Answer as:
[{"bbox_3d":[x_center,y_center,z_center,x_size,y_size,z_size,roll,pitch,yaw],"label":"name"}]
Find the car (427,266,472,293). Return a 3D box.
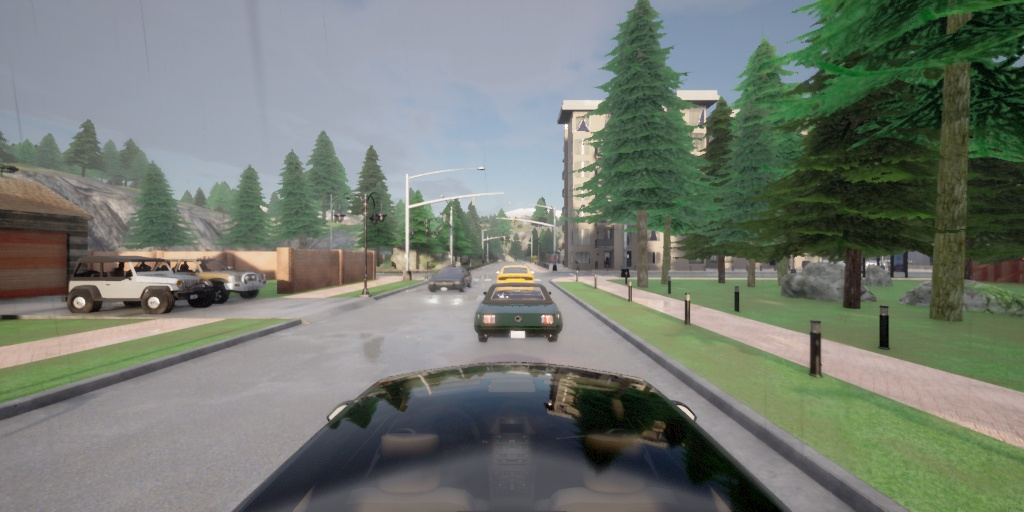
[{"bbox_3d":[-3.431,1.295,20.875,2.033,1.411,5.357,0,0,1],"label":"car"}]

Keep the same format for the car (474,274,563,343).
[{"bbox_3d":[0.146,1.350,9.683,1.895,1.301,4.718,0,0,0],"label":"car"}]

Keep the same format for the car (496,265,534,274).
[{"bbox_3d":[0.175,1.225,19.022,1.882,1.535,5.008,0,0,0],"label":"car"}]
